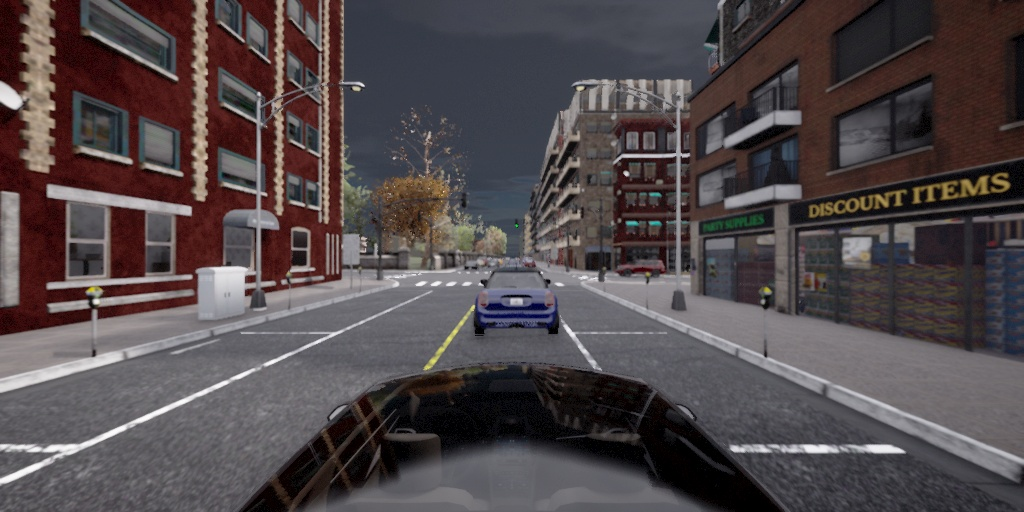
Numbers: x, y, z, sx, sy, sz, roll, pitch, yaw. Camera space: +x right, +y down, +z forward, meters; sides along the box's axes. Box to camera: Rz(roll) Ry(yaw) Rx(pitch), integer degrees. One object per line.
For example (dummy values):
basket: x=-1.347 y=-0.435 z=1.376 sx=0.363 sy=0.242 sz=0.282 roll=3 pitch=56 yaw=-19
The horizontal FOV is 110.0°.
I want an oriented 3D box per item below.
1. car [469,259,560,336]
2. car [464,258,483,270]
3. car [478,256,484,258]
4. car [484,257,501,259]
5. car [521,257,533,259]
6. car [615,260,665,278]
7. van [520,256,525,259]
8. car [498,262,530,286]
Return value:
car: x=0.111 y=1.087 z=10.541 sx=2.097 sy=1.767 sz=4.553 roll=0 pitch=0 yaw=0
car: x=-5.613 y=1.263 z=50.216 sx=1.948 sy=1.339 sz=4.313 roll=0 pitch=0 yaw=0
car: x=-5.595 y=1.219 z=61.307 sx=1.751 sy=1.417 sz=4.829 roll=0 pitch=0 yaw=0
car: x=-2.978 y=1.187 z=57.379 sx=2.128 sy=1.511 sz=4.902 roll=0 pitch=0 yaw=1
car: x=2.776 y=1.240 z=55.832 sx=1.888 sy=1.381 sz=4.507 roll=0 pitch=0 yaw=0
car: x=13.506 y=1.303 z=37.844 sx=5.009 sy=1.841 sz=2.192 roll=0 pitch=0 yaw=0
van: x=2.786 y=1.034 z=61.463 sx=1.690 sy=1.789 sz=3.998 roll=0 pitch=0 yaw=0
car: x=0.138 y=1.208 z=26.086 sx=2.128 sy=1.511 sz=4.902 roll=0 pitch=0 yaw=0
